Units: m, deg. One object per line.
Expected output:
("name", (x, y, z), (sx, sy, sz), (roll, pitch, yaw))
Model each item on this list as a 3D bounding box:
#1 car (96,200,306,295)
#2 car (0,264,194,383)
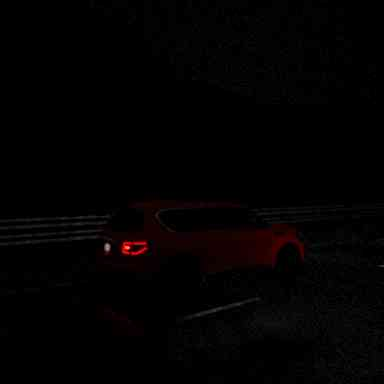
("car", (0.456, 1.224, 8.353), (5.566, 2.045, 2.150), (0, 0, -35))
("car", (-2.274, 1.600, 2.127), (4.718, 1.301, 1.895), (0, 0, -35))
